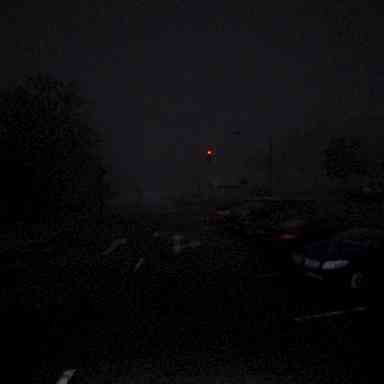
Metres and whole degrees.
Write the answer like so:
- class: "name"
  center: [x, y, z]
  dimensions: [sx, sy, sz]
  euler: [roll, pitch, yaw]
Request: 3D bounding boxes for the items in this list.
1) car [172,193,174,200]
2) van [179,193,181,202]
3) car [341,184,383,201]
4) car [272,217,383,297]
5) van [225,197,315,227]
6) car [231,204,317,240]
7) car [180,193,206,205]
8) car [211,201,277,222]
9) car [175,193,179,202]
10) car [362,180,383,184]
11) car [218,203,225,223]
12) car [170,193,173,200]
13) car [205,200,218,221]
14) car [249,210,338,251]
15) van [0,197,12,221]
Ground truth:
- class: "car"
  center: [-1.201, 1.611, 79.188]
  dimensions: [5.366, 1.575, 1.946]
  euler: [1, 0, -28]
- class: "van"
  center: [0.243, 1.411, 67.133]
  dimensions: [4.442, 1.987, 1.878]
  euler: [1, 0, -28]
- class: "car"
  center: [19.333, 0.190, 37.989]
  dimensions: [2.002, 1.452, 4.674]
  euler: [-6, 4, -28]
- class: "car"
  center: [4.668, 1.514, 8.403]
  dimensions: [4.674, 1.452, 2.002]
  euler: [1, 0, -21]
- class: "van"
  center: [4.299, 1.241, 17.416]
  dimensions: [4.442, 1.987, 1.878]
  euler: [1, 0, -22]
- class: "car"
  center: [4.515, 1.471, 14.444]
  dimensions: [4.892, 1.521, 2.231]
  euler: [1, 0, -22]
- class: "car"
  center: [0.710, 1.518, 64.192]
  dimensions: [4.553, 1.767, 2.185]
  euler: [0, 0, -28]
- class: "car"
  center: [4.158, 1.497, 26.480]
  dimensions: [4.792, 1.488, 2.163]
  euler: [1, 0, -23]
- class: "car"
  center: [-0.093, 1.379, 70.153]
  dimensions: [5.566, 2.045, 2.435]
  euler: [1, 0, -28]
- class: "car"
  center: [22.301, -0.387, 38.373]
  dimensions: [2.435, 2.045, 5.566]
  euler: [-7, 4, -28]
- class: "car"
  center: [4.309, 1.340, 20.492]
  dimensions: [4.553, 1.767, 2.185]
  euler: [1, 0, -23]
- class: "car"
  center: [-1.778, 1.355, 82.085]
  dimensions: [5.566, 2.045, 2.435]
  euler: [0, 0, -28]
- class: "car"
  center: [3.964, 1.458, 23.425]
  dimensions: [5.366, 1.575, 1.946]
  euler: [1, 0, -23]
- class: "car"
  center: [4.591, 1.512, 11.427]
  dimensions: [4.674, 1.452, 2.002]
  euler: [1, 0, -22]
- class: "van"
  center: [-13.979, 1.274, 21.136]
  dimensions: [4.442, 1.987, 1.878]
  euler: [-1, 0, -22]
